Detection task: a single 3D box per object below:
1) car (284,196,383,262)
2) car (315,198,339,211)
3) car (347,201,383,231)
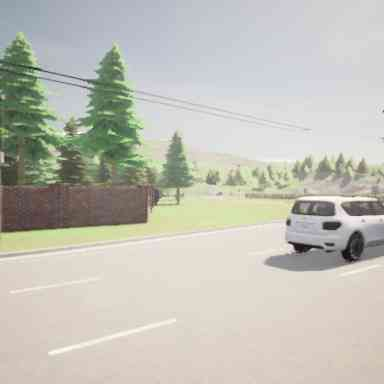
[{"bbox_3d":[5.773,1.177,12.168,5.566,2.045,2.150,0,0,-36],"label":"car"},{"bbox_3d":[15.851,1.437,39.139,1.994,1.385,4.181,0,0,14],"label":"car"},{"bbox_3d":[12.190,1.410,21.049,4.902,1.511,2.128,0,0,-36],"label":"car"}]
